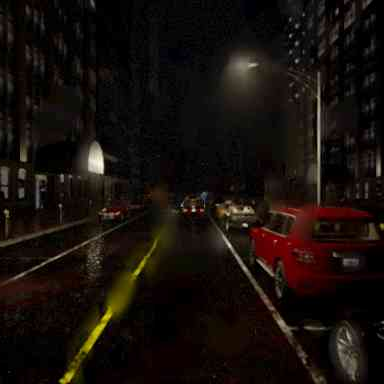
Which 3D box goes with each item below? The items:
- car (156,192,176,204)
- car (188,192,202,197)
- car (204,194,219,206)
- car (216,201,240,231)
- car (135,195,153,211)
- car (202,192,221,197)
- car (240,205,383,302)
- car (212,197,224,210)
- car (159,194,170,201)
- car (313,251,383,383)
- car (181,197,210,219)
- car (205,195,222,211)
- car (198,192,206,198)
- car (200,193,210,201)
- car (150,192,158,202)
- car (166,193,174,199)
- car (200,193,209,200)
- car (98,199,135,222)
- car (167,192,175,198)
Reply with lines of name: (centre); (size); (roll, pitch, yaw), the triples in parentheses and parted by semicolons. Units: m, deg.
car: (-2.989, 1.029, 41.275); (1.895, 1.301, 4.718); (0, 0, 0)
car: (0.111, 1.172, 44.304); (1.882, 1.535, 5.008); (0, 1, 0)
car: (2.706, 1.117, 46.802); (1.967, 1.590, 4.097); (0, 0, 0)
car: (2.699, 1.419, 19.107); (2.008, 1.369, 4.403); (0, 0, 0)
car: (-5.677, 1.336, 35.726); (1.802, 1.307, 4.206); (0, 0, 0)
car: (2.706, 1.031, 41.262); (2.192, 1.841, 5.009); (0, 0, 0)
car: (2.698, 1.259, 8.027); (2.192, 1.841, 5.009); (0, 0, 0)
car: (2.701, 1.355, 24.816); (1.752, 1.417, 4.829); (0, 0, 0)
car: (-5.670, 1.068, 68.961); (1.887, 1.381, 4.507); (0, 0, 0)
car: (2.695, 1.548, 2.490); (1.947, 1.339, 4.313); (0, 0, 0)
car: (0.107, 1.365, 26.613); (2.033, 1.411, 5.357); (0, 0, 0)
car: (2.703, 1.320, 35.724); (1.947, 1.339, 4.313); (0, 0, 0)
car: (2.717, 0.809, 91.115); (1.967, 1.590, 4.097); (0, 0, 0)
car: (2.711, 0.963, 68.959); (1.967, 1.590, 4.097); (0, 0, 0)
car: (-5.672, 0.954, 52.342); (2.192, 1.841, 5.009); (0, 0, 0)
car: (-5.666, 0.952, 85.578); (1.887, 1.381, 4.507); (0, 0, 0)
car: (2.712, 1.009, 74.668); (1.752, 1.417, 4.829); (0, 0, 0)
car: (-5.680, 1.413, 24.648); (1.802, 1.307, 4.206); (0, 0, 0)
car: (-5.664, 0.809, 91.116); (1.967, 1.590, 4.097); (0, 0, 0)
